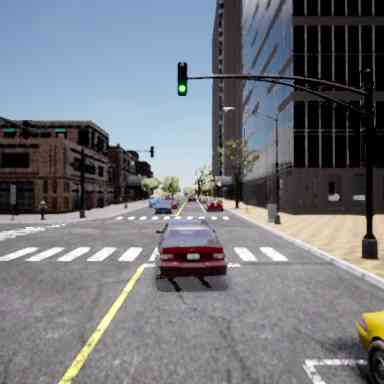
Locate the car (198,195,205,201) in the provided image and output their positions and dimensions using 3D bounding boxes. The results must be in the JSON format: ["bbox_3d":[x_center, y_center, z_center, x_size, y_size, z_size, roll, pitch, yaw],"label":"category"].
[{"bbox_3d":[2.697,1.685,95.457,1.752,1.417,4.829,1,0,0],"label":"car"}]

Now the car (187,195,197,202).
[{"bbox_3d":[-0.004,1.484,77.451,2.097,1.767,4.553,0,0,0],"label":"car"}]

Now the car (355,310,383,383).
[{"bbox_3d":[2.840,1.529,2.160,1.752,1.417,4.829,1,0,0],"label":"car"}]

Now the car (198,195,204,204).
[{"bbox_3d":[2.698,1.638,67.783,1.752,1.417,4.829,1,0,0],"label":"car"}]

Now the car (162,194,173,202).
[{"bbox_3d":[-5.679,1.446,78.693,2.192,1.841,5.009,1,0,0],"label":"car"}]

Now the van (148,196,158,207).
[{"bbox_3d":[-5.678,1.426,51.022,1.690,1.788,3.998,1,0,0],"label":"van"}]

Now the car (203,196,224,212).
[{"bbox_3d":[2.701,1.506,39.938,1.967,1.590,4.097,1,0,0],"label":"car"}]

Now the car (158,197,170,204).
[{"bbox_3d":[-5.682,1.678,67.624,1.947,1.339,4.313,1,0,0],"label":"car"}]

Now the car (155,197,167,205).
[{"bbox_3d":[-5.682,1.685,62.090,1.802,1.307,4.206,1,0,0],"label":"car"}]

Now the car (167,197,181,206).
[{"bbox_3d":[-3.068,1.586,57.199,2.128,1.511,4.902,0,0,0],"label":"car"}]

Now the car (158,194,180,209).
[{"bbox_3d":[-3.097,1.429,46.822,2.097,1.767,4.553,0,0,0],"label":"car"}]

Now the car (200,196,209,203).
[{"bbox_3d":[2.698,1.647,73.317,1.752,1.417,4.829,1,0,0],"label":"car"}]

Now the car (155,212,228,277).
[{"bbox_3d":[-0.149,1.564,10.308,2.033,1.411,5.357,0,0,-4],"label":"car"}]

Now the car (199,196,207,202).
[{"bbox_3d":[2.697,1.685,84.217,1.887,1.381,4.507,1,0,0],"label":"car"}]

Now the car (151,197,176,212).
[{"bbox_3d":[-3.125,1.608,36.923,2.033,1.411,5.357,0,0,-3],"label":"car"}]

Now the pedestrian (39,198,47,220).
[{"bbox_3d":[-12.545,1.403,27.932,0.375,1.860,0.375,0,0,1],"label":"pedestrian"}]
